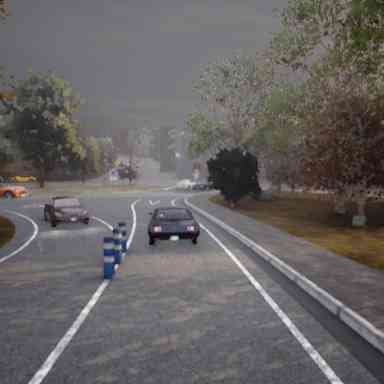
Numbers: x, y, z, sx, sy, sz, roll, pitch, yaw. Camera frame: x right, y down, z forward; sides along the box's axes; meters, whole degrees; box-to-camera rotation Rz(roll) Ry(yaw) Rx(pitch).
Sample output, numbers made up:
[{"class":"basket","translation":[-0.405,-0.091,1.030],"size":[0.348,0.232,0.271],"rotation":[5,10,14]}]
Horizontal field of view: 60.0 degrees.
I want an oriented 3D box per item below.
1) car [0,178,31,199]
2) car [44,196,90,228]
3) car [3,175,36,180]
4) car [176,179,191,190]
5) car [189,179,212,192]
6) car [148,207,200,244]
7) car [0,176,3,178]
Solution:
[{"class":"car","translation":[-19.091,-0.273,33.602],"size":[4.553,1.767,2.097],"rotation":[0,4,6]},{"class":"car","translation":[-7.063,0.992,18.544],"size":[1.812,1.442,4.674],"rotation":[-2,4,-30]},{"class":"car","translation":[-32.270,-2.531,63.079],"size":[1.882,1.535,5.008],"rotation":[4,5,40]},{"class":"car","translation":[-0.427,-1.044,46.203],"size":[1.812,1.442,4.674],"rotation":[3,5,34]},{"class":"car","translation":[1.982,-0.800,44.010],"size":[1.895,1.301,4.718],"rotation":[3,5,32]},{"class":"car","translation":[-0.887,1.263,14.137],"size":[1.895,1.301,4.718],"rotation":[0,2,-6]},{"class":"car","translation":[-36.925,-2.323,61.995],"size":[2.128,1.511,4.902],"rotation":[2,4,26]}]
